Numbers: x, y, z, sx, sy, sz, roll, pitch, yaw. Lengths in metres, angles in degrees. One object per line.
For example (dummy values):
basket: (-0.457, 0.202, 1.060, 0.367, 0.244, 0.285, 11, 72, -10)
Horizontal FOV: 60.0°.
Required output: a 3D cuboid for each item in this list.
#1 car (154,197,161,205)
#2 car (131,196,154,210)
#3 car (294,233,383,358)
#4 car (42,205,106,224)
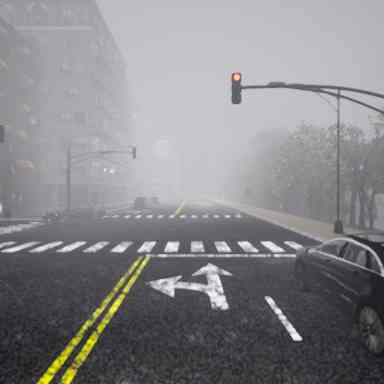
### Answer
car: (-6.640, 1.566, 58.532, 1.812, 1.442, 4.674, 0, 0, 0)
car: (-6.644, 1.376, 43.879, 2.097, 1.767, 4.553, 0, 0, 0)
car: (3.345, 1.494, 5.983, 2.128, 1.511, 4.902, 0, 0, -1)
car: (-9.144, 1.693, 26.049, 1.895, 1.301, 4.718, 0, 0, 34)
